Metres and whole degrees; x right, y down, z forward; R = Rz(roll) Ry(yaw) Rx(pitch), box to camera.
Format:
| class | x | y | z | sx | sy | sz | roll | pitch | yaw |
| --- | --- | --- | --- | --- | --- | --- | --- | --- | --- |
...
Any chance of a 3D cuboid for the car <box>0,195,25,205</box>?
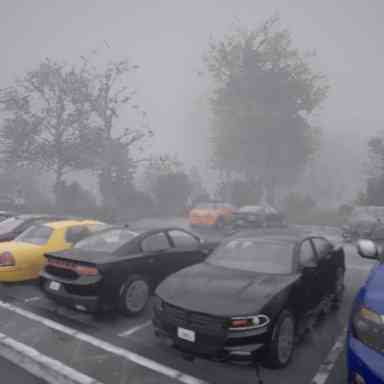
| class | x | y | z | sx | sy | sz | roll | pitch | yaw |
| --- | --- | --- | --- | --- | --- | --- | --- | --- | --- |
| car | -21.476 | 1.481 | 38.254 | 2.185 | 1.767 | 4.553 | 0 | 0 | 36 |

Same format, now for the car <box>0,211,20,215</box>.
| class | x | y | z | sx | sy | sz | roll | pitch | yaw |
| --- | --- | --- | --- | --- | --- | --- | --- | --- | --- |
| car | -5.497 | 1.497 | 11.013 | 2.002 | 1.452 | 4.674 | 0 | 0 | 36 |

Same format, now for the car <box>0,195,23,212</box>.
| class | x | y | z | sx | sy | sz | roll | pitch | yaw |
| --- | --- | --- | --- | --- | --- | --- | --- | --- | --- |
| car | -23.707 | 1.350 | 39.922 | 2.435 | 2.045 | 5.566 | 0 | 0 | 36 |

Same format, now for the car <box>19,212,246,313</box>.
| class | x | y | z | sx | sy | sz | roll | pitch | yaw |
| --- | --- | --- | --- | --- | --- | --- | --- | --- | --- |
| car | -0.912 | 1.457 | 7.708 | 2.097 | 1.535 | 5.008 | 0 | 0 | 36 |

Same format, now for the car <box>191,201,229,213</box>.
| class | x | y | z | sx | sy | sz | roll | pitch | yaw |
| --- | --- | --- | --- | --- | --- | --- | --- | --- | --- |
| car | 1.797 | 1.331 | 21.221 | 2.185 | 1.767 | 4.553 | 0 | 0 | 36 |

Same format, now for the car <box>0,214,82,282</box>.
| class | x | y | z | sx | sy | sz | roll | pitch | yaw |
| --- | --- | --- | --- | --- | --- | --- | --- | --- | --- |
| car | -3.095 | 1.454 | 9.513 | 1.946 | 1.575 | 5.366 | 0 | 0 | 36 |

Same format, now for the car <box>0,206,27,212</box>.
| class | x | y | z | sx | sy | sz | roll | pitch | yaw |
| --- | --- | --- | --- | --- | --- | --- | --- | --- | --- |
| car | -7.791 | 1.497 | 12.662 | 2.002 | 1.452 | 4.674 | 0 | 0 | 36 |

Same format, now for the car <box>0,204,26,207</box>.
| class | x | y | z | sx | sy | sz | roll | pitch | yaw |
| --- | --- | --- | --- | --- | --- | --- | --- | --- | --- |
| car | -10.071 | 1.486 | 14.334 | 2.163 | 1.488 | 4.792 | 0 | 0 | 36 |

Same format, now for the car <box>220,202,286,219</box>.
| class | x | y | z | sx | sy | sz | roll | pitch | yaw |
| --- | --- | --- | --- | --- | --- | --- | --- | --- | --- |
| car | 4.004 | 1.457 | 19.667 | 2.097 | 1.535 | 5.008 | 0 | 0 | 36 |

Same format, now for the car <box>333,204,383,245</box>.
| class | x | y | z | sx | sy | sz | roll | pitch | yaw |
| --- | --- | --- | --- | --- | --- | --- | --- | --- | --- |
| car | 8.697 | 1.459 | 16.306 | 2.231 | 1.521 | 4.892 | 0 | 0 | 36 |

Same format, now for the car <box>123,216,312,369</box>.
| class | x | y | z | sx | sy | sz | roll | pitch | yaw |
| --- | --- | --- | --- | --- | --- | --- | --- | --- | --- |
| car | 1.388 | 1.458 | 6.068 | 2.097 | 1.535 | 5.008 | 0 | 0 | 36 |

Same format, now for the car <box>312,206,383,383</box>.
| class | x | y | z | sx | sy | sz | roll | pitch | yaw |
| --- | --- | --- | --- | --- | --- | --- | --- | --- | --- |
| car | 3.664 | 1.207 | 4.391 | 2.435 | 2.045 | 5.566 | 0 | 0 | 36 |
